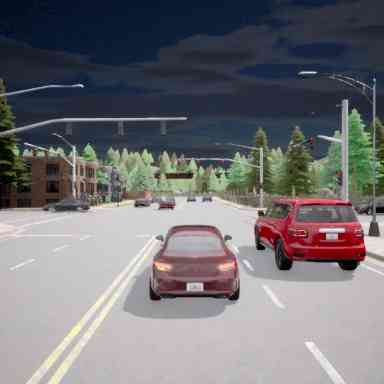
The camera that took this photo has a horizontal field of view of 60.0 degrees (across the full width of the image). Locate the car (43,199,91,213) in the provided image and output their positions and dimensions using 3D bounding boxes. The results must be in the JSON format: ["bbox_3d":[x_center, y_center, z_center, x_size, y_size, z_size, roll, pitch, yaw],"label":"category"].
[{"bbox_3d":[-13.600,1.506,36.339,4.892,1.490,1.837,0,3,-11],"label":"car"}]

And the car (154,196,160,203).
[{"bbox_3d":[-7.122,1.564,68.037,1.994,1.385,4.181,0,0,0],"label":"car"}]

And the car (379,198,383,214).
[{"bbox_3d":[18.275,1.352,32.491,4.553,1.767,2.097,0,0,0],"label":"car"}]

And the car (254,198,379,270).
[{"bbox_3d":[3.558,1.221,11.107,2.150,2.045,5.566,0,0,0],"label":"car"}]

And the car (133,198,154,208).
[{"bbox_3d":[-7.174,1.547,48.236,2.033,1.411,5.357,0,0,0],"label":"car"}]

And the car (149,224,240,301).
[{"bbox_3d":[0.050,1.526,8.227,1.812,1.442,4.674,0,0,0],"label":"car"}]

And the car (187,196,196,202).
[{"bbox_3d":[-0.119,1.553,74.618,1.994,1.385,4.181,0,0,0],"label":"car"}]

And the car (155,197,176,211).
[{"bbox_3d":[-3.282,1.601,41.223,1.895,1.301,4.718,0,0,-7],"label":"car"}]

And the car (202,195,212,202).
[{"bbox_3d":[3.389,1.355,74.389,2.097,1.767,4.553,0,0,0],"label":"car"}]
